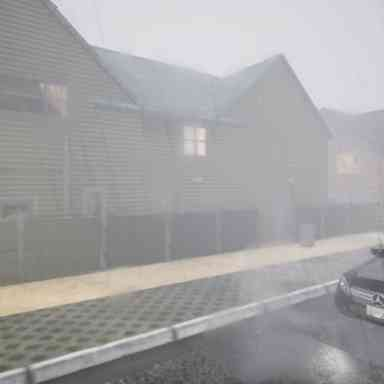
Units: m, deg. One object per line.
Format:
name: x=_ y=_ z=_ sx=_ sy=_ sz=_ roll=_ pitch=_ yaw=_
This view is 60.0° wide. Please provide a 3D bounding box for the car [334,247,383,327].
car: x=4.616 y=1.509 z=6.245 sx=4.674 sy=1.442 sz=1.812 roll=0 pitch=0 yaw=-36
